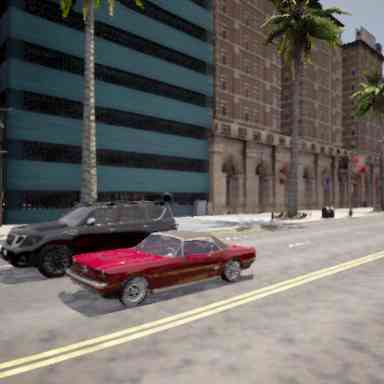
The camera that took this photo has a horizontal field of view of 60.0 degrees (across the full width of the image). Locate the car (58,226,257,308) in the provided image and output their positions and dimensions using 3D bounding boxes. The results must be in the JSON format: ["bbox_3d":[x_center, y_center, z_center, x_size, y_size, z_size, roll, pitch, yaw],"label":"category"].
[{"bbox_3d":[-0.552,1.691,8.339,4.718,1.301,1.895,1,-1,-40],"label":"car"}]

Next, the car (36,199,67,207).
[{"bbox_3d":[-25.251,1.937,59.912,4.786,1.482,2.161,1,-1,-42],"label":"car"}]

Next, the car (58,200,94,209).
[{"bbox_3d":[-17.758,1.930,51.046,4.718,1.301,1.895,1,-1,-42],"label":"car"}]

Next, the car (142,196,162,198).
[{"bbox_3d":[-4.700,1.424,37.919,5.566,2.045,2.435,1,-1,-42],"label":"car"}]

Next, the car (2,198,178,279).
[{"bbox_3d":[-2.972,1.326,10.867,5.566,2.045,2.150,1,-1,-40],"label":"car"}]
